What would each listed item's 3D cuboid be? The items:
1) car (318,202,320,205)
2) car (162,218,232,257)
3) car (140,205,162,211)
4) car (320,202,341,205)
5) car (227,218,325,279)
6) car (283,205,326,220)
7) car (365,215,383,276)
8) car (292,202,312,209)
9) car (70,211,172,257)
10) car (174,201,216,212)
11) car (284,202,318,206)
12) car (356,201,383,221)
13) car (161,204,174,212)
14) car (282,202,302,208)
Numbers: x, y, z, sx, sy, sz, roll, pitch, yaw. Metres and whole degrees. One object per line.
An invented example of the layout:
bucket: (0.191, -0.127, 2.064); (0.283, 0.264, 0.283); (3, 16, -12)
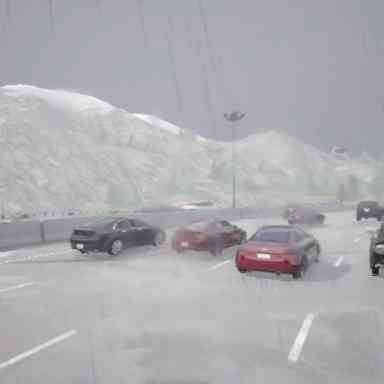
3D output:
car: (27.362, 2.944, 72.022); (4.902, 1.511, 2.128); (1, -2, -39)
car: (0.855, 1.833, 14.425); (1.812, 1.442, 4.674); (-1, -1, 29)
car: (-4.225, 2.436, 44.906); (1.882, 1.535, 5.008); (-1, -2, 38)
car: (29.170, 2.892, 68.993); (4.892, 1.490, 1.837); (1, -2, -39)
car: (2.994, 1.799, 11.076); (1.994, 1.385, 4.181); (-1, -1, 29)
car: (9.906, 2.140, 28.530); (2.033, 1.411, 5.357); (-1, -1, 36)
car: (6.757, 1.711, 10.621); (2.128, 1.511, 4.902); (-1, -1, 29)
car: (24.573, 3.011, 74.283); (5.008, 1.535, 1.882); (1, -2, -39)
car: (-3.027, 1.824, 14.632); (1.837, 1.490, 4.892); (-1, -1, 29)
car: (0.791, 2.072, 39.993); (2.150, 2.045, 5.566); (-1, -2, 37)
car: (11.866, 2.115, 36.801); (2.097, 1.767, 4.553); (-1, -2, 38)
car: (18.463, 1.917, 33.928); (2.150, 2.045, 5.566); (-1, -2, 40)
car: (-1.501, 2.472, 42.708); (1.994, 1.385, 4.181); (-1, -2, 38)
car: (23.419, 3.004, 77.825); (4.892, 1.490, 1.837); (1, -2, -39)
